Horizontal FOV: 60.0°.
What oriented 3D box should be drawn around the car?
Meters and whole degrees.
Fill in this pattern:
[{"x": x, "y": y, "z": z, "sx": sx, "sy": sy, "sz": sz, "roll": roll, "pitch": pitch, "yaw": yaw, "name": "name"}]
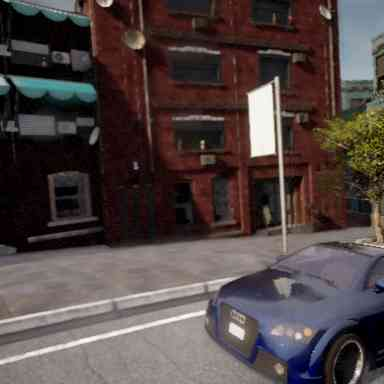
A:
[{"x": 2.300, "y": 1.507, "z": 5.033, "sx": 4.181, "sy": 1.385, "sz": 1.994, "roll": 0, "pitch": 1, "yaw": -29, "name": "car"}]
